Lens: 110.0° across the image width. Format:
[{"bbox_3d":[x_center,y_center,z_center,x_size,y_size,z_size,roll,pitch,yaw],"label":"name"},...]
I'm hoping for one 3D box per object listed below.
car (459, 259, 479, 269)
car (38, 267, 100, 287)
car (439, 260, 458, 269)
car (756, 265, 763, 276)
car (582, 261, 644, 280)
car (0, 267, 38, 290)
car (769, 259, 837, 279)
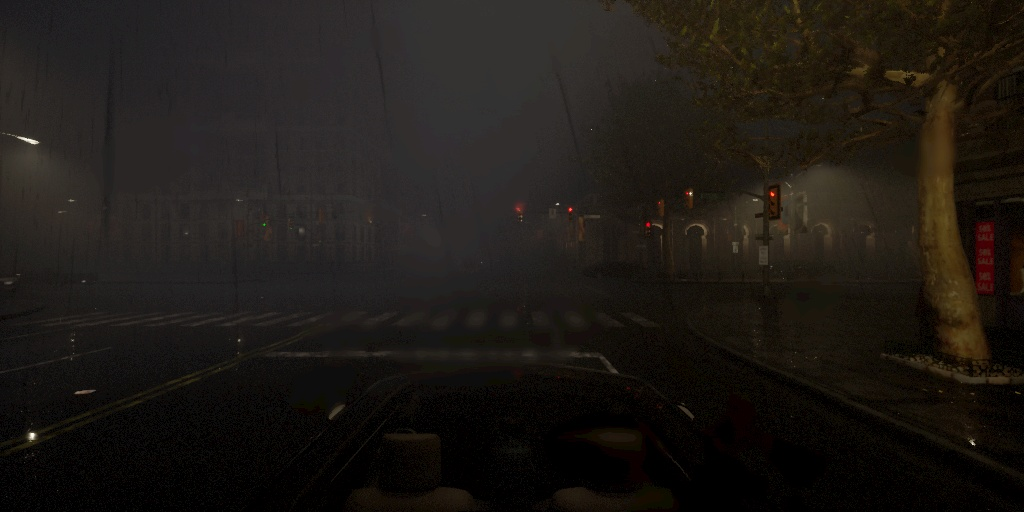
[{"bbox_3d":[-6.869,1.228,57.776,1.882,1.535,5.008,0,0,1],"label":"car"},{"bbox_3d":[-30.273,1.351,23.532,4.718,1.301,1.895,0,0,1],"label":"car"},{"bbox_3d":[-10.376,1.314,57.312,1.994,1.385,4.181,0,0,1],"label":"car"},{"bbox_3d":[26.328,1.102,34.708,4.553,1.767,2.097,0,0,0],"label":"car"},{"bbox_3d":[8.856,1.227,31.087,5.008,1.535,1.882,0,0,-5],"label":"car"},{"bbox_3d":[-30.496,1.242,20.035,4.902,1.511,2.128,0,0,1],"label":"car"},{"bbox_3d":[25.379,1.254,31.215,4.892,1.490,1.837,0,0,1],"label":"car"}]
